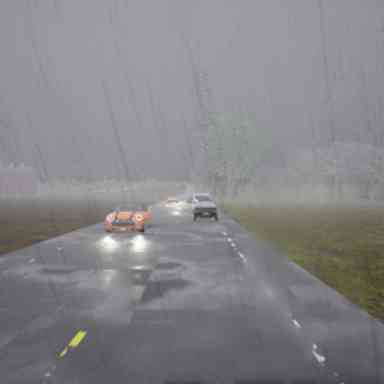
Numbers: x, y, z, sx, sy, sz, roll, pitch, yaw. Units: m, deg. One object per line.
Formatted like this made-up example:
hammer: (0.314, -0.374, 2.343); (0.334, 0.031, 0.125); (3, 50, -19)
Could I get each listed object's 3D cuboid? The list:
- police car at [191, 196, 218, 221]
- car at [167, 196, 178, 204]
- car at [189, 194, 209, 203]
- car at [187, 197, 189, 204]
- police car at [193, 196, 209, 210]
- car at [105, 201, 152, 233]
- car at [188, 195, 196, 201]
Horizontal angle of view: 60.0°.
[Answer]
police car: (1.056, 1.412, 27.277); (1.930, 1.638, 5.238); (0, 0, 0)
car: (-3.523, 1.404, 60.427); (1.882, 1.535, 5.008); (0, 0, 1)
car: (1.059, 1.200, 37.197); (2.150, 2.045, 5.566); (0, 0, 0)
car: (0.014, 1.471, 60.750); (2.033, 1.411, 5.357); (0, 0, 0)
police car: (1.060, 1.392, 43.279); (1.930, 1.638, 5.238); (0, 0, 0)
car: (-3.592, 1.347, 19.548); (2.097, 1.767, 4.553); (0, 0, 0)
car: (0.018, 1.405, 79.898); (1.895, 1.301, 4.718); (0, 0, 0)
